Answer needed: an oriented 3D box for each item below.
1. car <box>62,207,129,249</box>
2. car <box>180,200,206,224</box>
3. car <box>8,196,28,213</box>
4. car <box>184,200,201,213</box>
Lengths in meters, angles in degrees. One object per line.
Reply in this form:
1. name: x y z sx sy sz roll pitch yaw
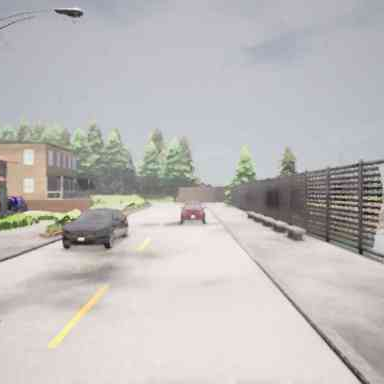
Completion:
1. car: -4.079 1.465 14.772 1.882 1.535 5.008 0 0 0
2. car: 0.072 1.504 24.462 1.812 1.442 4.674 0 0 0
3. car: -17.281 1.109 30.675 3.633 1.501 1.845 0 0 0
4. car: 0.060 1.568 38.067 1.895 1.301 4.718 0 0 0
